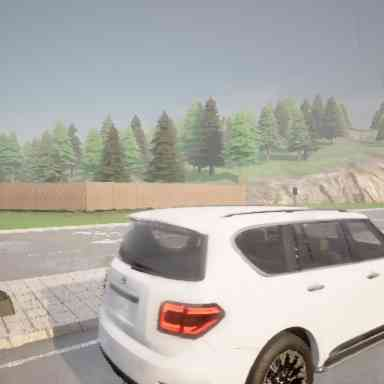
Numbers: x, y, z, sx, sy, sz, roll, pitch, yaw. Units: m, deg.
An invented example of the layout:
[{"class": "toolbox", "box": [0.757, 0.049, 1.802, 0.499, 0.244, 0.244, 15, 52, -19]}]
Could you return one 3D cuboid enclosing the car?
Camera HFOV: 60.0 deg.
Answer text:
[{"class": "car", "box": [1.498, 1.219, 4.816, 5.566, 2.045, 2.150, 0, 0, -35]}]
